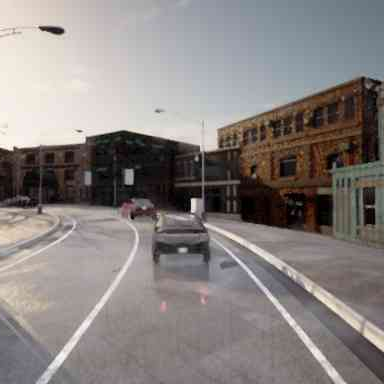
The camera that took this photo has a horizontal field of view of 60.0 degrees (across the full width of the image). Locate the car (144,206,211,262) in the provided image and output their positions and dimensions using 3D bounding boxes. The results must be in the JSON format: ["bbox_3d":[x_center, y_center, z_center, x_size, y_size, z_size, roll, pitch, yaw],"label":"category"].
[{"bbox_3d":[-0.475,1.461,11.994,2.128,1.511,4.902,0,0,-5],"label":"car"}]

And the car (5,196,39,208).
[{"bbox_3d":[-22.056,1.271,43.090,5.357,1.411,2.033,1,0,34],"label":"car"}]

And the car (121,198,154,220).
[{"bbox_3d":[-4.546,1.278,27.709,2.097,1.767,4.553,0,0,-23],"label":"car"}]
